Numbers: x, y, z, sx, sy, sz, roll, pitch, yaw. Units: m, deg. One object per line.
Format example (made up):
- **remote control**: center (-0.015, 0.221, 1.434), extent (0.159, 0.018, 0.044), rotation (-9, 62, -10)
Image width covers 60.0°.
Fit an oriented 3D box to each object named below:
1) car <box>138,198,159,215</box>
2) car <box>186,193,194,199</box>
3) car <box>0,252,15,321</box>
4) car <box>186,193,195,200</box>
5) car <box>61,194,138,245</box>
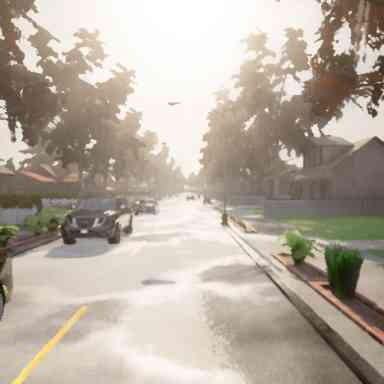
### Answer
- **car**: center (-4.149, 1.356, 31.404), extent (1.837, 1.490, 4.892), rotation (0, 0, 0)
- **car**: center (-0.397, 0.938, 85.396), extent (1.994, 1.385, 4.181), rotation (0, 0, 0)
- **car**: center (-4.113, 1.467, 3.909), extent (1.882, 1.535, 5.008), rotation (0, 0, 0)
- **car**: center (-0.349, 1.148, 75.361), extent (1.994, 1.385, 4.181), rotation (0, 0, 0)
- **car**: center (-4.165, 1.151, 15.567), extent (2.150, 2.045, 5.566), rotation (0, 0, 0)
